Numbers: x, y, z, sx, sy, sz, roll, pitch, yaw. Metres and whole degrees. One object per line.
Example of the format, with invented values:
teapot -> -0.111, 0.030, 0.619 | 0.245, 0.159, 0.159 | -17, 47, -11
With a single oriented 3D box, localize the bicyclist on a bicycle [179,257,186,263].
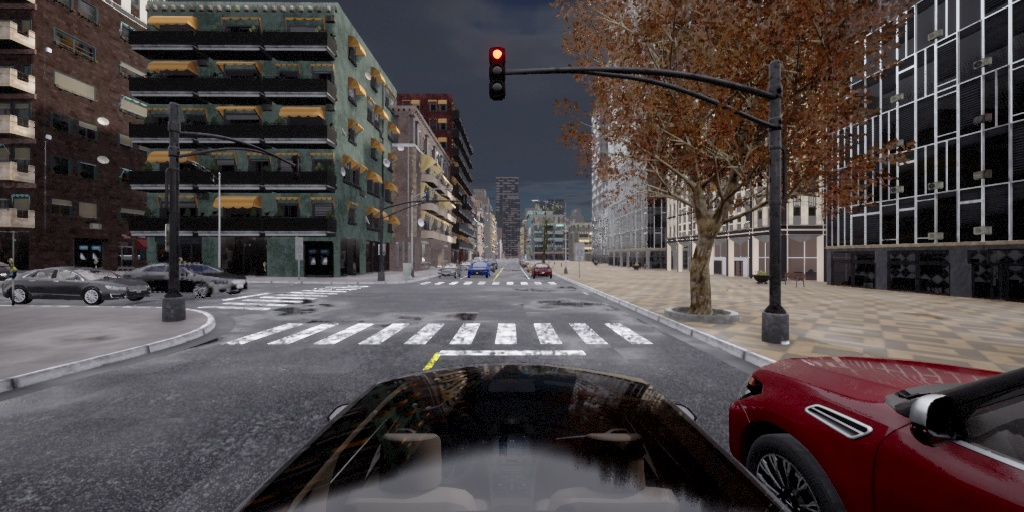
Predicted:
bicyclist on a bicycle -> -23.168, 0.761, 24.917 | 0.582, 1.620, 1.656 | 1, 0, -1

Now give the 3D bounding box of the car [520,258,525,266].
car -> 2.694, 1.375, 60.734 | 1.802, 1.307, 4.207 | 0, 0, 0

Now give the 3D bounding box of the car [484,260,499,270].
car -> -3.080, 1.333, 54.720 | 2.033, 1.411, 5.357 | 0, 0, 0

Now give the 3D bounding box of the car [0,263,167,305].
car -> -16.434, 1.091, 13.656 | 4.403, 1.370, 2.007 | 0, 0, -1

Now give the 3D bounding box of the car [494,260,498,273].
car -> -3.087, 1.337, 44.357 | 1.994, 1.385, 4.181 | 0, 0, 0

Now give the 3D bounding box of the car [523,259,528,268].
car -> 2.693, 1.298, 44.307 | 1.751, 1.417, 4.829 | 0, 0, 0

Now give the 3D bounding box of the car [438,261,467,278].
car -> -5.688, 1.312, 33.072 | 2.007, 1.370, 4.403 | 0, 0, 0

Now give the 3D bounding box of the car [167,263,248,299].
car -> -14.586, 1.061, 16.120 | 4.902, 1.511, 2.128 | 1, 0, 3

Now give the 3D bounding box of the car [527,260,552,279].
car -> 2.692, 1.307, 33.071 | 1.888, 1.381, 4.507 | 0, 0, 0

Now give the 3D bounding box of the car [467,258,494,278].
car -> -3.091, 1.241, 34.359 | 1.882, 1.535, 5.008 | 0, 0, 0

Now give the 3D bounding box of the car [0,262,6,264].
car -> -33.187, 0.869, 21.868 | 4.403, 1.370, 2.007 | 0, 0, -1

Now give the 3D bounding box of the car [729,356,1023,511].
car -> 2.692, 1.065, 0.684 | 2.192, 1.841, 5.009 | 0, 0, 0
